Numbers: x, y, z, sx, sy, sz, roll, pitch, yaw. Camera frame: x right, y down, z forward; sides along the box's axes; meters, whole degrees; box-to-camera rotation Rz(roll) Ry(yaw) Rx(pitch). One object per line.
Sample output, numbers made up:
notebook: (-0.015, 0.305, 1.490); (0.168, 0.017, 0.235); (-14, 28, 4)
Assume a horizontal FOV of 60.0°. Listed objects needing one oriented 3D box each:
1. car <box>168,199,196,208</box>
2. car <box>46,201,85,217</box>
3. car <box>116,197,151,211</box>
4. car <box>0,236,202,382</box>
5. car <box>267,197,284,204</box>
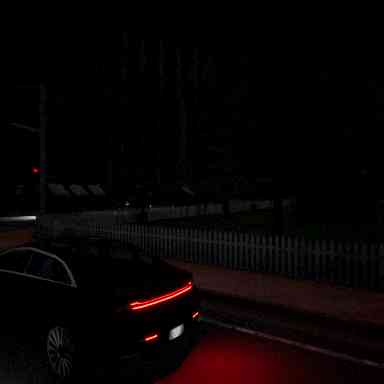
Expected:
car: (-1.432, 1.601, 48.131); (1.895, 1.301, 4.718); (0, 0, 34)
car: (-12.409, 1.564, 31.888); (1.994, 1.385, 4.181); (0, 0, 34)
car: (-6.991, 1.352, 39.911); (2.097, 1.767, 4.553); (0, 0, 34)
car: (-2.153, 1.491, 5.477); (4.902, 1.511, 2.128); (0, 0, 36)
car: (15.180, 1.547, 59.910); (2.033, 1.411, 5.357); (0, 0, 34)
